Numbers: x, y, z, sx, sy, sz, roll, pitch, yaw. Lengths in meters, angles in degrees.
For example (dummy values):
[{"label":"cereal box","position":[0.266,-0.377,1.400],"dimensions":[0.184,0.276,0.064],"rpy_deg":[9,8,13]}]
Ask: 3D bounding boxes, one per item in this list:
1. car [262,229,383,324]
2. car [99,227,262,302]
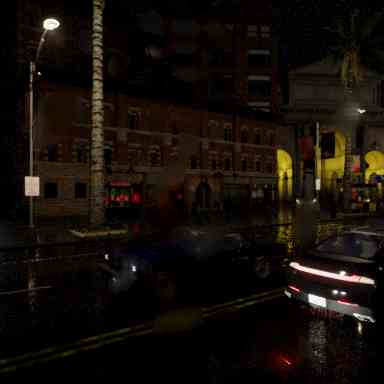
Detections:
[{"label":"car","position":[3.951,1.492,6.628],"dimensions":[4.902,1.511,2.128],"rpy_deg":[0,0,-35]},{"label":"car","position":[0.174,1.601,8.423],"dimensions":[4.718,1.301,1.895],"rpy_deg":[0,0,-36]}]
